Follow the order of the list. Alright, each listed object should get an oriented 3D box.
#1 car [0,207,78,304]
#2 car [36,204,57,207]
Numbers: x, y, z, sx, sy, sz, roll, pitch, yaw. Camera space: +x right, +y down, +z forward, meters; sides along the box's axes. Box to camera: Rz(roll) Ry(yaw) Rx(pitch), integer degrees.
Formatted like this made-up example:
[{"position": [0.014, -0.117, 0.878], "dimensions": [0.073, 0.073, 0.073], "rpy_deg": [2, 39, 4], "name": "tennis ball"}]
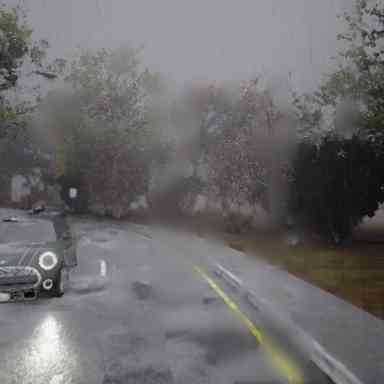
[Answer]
[{"position": [-4.173, 1.427, 8.495], "dimensions": [2.097, 1.767, 4.553], "rpy_deg": [0, 0, -14], "name": "car"}, {"position": [-12.252, 1.714, 27.813], "dimensions": [1.994, 1.385, 4.181], "rpy_deg": [1, 0, -43], "name": "car"}]
